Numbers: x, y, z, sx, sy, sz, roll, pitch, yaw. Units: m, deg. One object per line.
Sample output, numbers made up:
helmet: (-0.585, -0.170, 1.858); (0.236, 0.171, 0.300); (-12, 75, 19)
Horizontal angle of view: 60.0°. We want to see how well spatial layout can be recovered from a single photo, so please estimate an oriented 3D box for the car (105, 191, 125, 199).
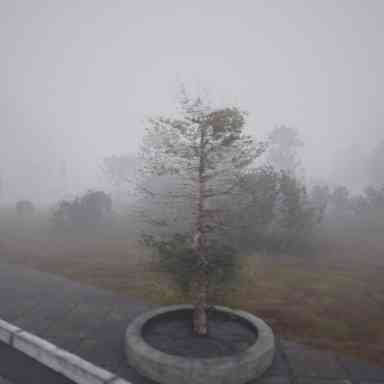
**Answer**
car: (-14.012, 0.595, 58.441); (1.837, 1.490, 4.892); (1, 2, 39)
